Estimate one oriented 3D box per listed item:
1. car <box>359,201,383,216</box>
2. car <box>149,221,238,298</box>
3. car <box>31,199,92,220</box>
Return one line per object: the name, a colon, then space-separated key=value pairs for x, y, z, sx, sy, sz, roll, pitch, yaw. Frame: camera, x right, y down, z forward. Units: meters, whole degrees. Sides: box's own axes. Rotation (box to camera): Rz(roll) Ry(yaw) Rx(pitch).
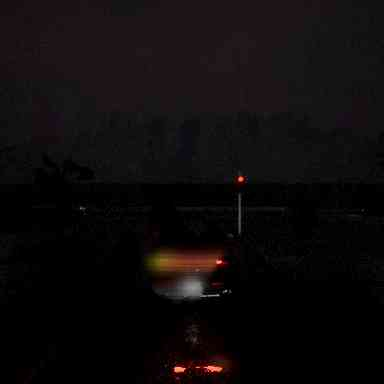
car: x=18.203 y=1.564 z=31.591 sx=4.181 sy=1.385 sz=1.994 roll=0 pitch=0 yaw=0
car: x=0.053 y=1.505 z=8.512 sx=1.837 sy=1.490 sz=4.892 roll=0 pitch=0 yaw=1
car: x=-10.616 y=1.351 z=27.374 sx=4.553 sy=1.767 sz=2.097 roll=0 pitch=0 yaw=0
